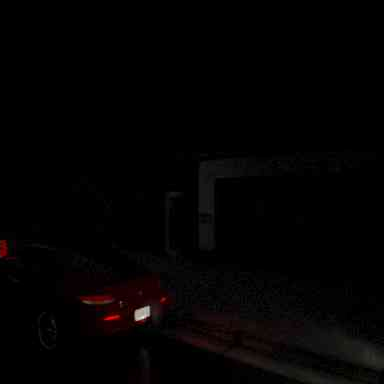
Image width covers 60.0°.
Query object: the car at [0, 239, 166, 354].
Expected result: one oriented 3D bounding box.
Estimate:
[{"bbox_3d":[-2.571,1.635,6.275,4.674,1.442,1.812,-1,-1,37],"label":"car"}]
